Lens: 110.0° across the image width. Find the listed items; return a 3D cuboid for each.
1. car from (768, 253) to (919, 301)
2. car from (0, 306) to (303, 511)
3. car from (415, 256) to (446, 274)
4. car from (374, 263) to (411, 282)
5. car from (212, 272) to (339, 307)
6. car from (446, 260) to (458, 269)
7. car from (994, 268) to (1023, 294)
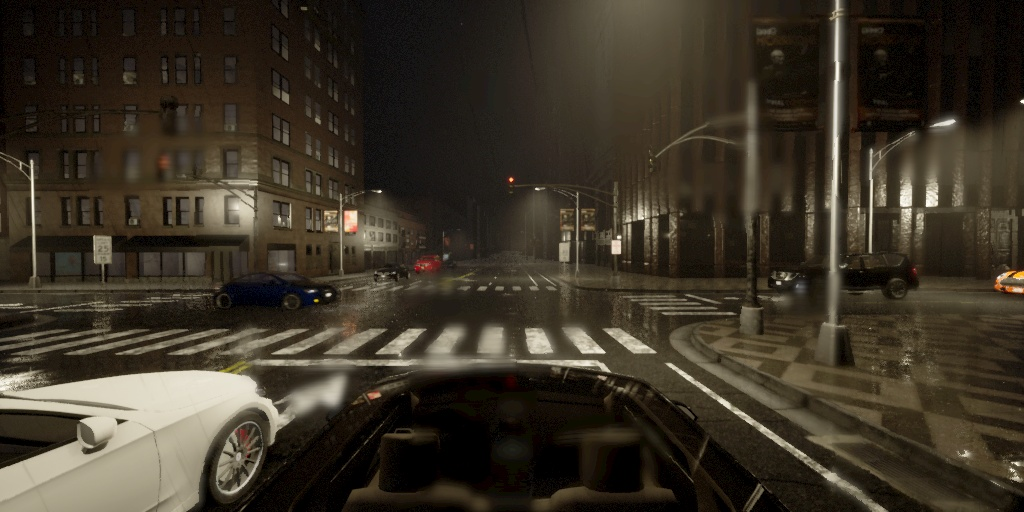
[{"bbox_3d":[14.868,0.868,16.250,5.566,2.045,2.150,0,1,1],"label":"car"},{"bbox_3d":[-3.159,1.276,1.425,1.812,1.442,4.674,0,0,2],"label":"car"},{"bbox_3d":[-9.717,0.978,42.143,2.150,2.045,5.566,0,0,0],"label":"car"},{"bbox_3d":[-9.761,1.278,29.577,1.812,1.442,4.674,0,0,1],"label":"car"},{"bbox_3d":[-9.048,1.310,13.911,4.181,1.385,1.994,0,0,4],"label":"car"},{"bbox_3d":[-9.642,1.298,55.266,2.033,1.411,5.357,0,0,2],"label":"car"},{"bbox_3d":[25.181,0.958,16.259,4.553,1.767,2.097,0,1,0],"label":"car"}]
